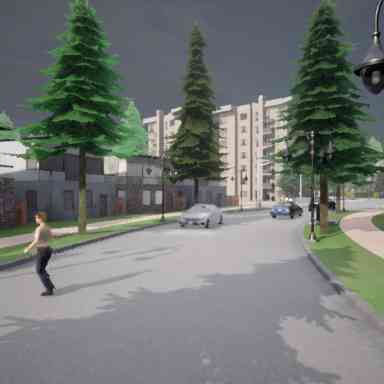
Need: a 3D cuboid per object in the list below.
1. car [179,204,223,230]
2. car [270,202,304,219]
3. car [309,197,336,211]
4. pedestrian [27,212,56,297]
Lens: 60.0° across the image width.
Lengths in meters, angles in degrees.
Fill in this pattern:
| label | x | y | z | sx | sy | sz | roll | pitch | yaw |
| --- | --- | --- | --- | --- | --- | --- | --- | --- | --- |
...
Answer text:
| label | x | y | z | sx | sy | sz | roll | pitch | yaw |
| --- | --- | --- | --- | --- | --- | --- | --- | --- | --- |
| car | 0.724 | 1.526 | 21.680 | 1.812 | 1.442 | 4.674 | 0 | 0 | 21 |
| car | 8.480 | 1.547 | 29.555 | 2.033 | 1.411 | 5.357 | 0 | 0 | 30 |
| car | 15.646 | 1.353 | 39.618 | 2.097 | 1.767 | 4.553 | 0 | 0 | 40 |
| pedestrian | -3.215 | 1.294 | 7.193 | 0.375 | 1.860 | 0.375 | 0 | 0 | 7 |
